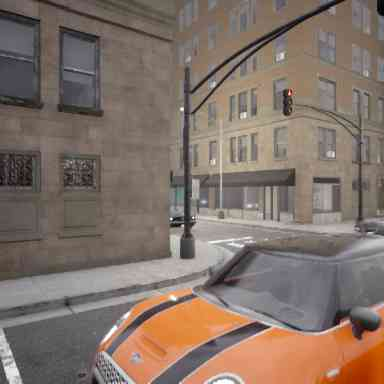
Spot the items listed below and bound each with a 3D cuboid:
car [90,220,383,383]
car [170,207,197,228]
[{"bbox_3d":[1.223,1.367,3.823,4.553,1.767,2.097,0,0,-36],"label":"car"},{"bbox_3d":[-1.760,1.502,19.830,1.895,1.301,4.718,0,0,-36],"label":"car"}]
